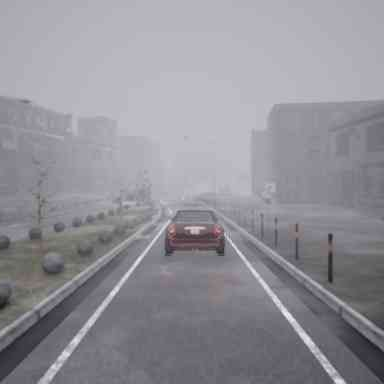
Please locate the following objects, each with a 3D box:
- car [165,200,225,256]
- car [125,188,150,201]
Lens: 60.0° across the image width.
[{"bbox_3d":[0.100,1.357,13.335,2.097,1.767,4.553,0,0,0],"label":"car"},{"bbox_3d":[-7.441,0.265,45.301,2.097,1.767,4.553,1,3,14],"label":"car"}]
